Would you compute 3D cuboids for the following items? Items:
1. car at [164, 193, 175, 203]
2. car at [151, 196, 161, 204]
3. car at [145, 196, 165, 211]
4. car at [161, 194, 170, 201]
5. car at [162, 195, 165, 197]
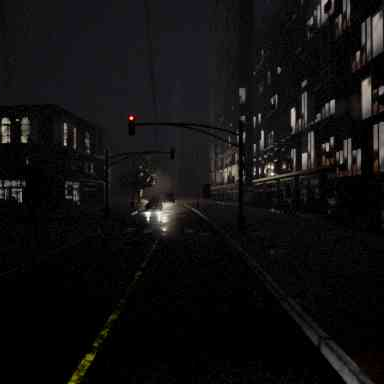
[{"bbox_3d":[-4.836,1.208,69.121,2.150,2.045,5.566,0,0,-8],"label":"car"},{"bbox_3d":[-6.961,1.489,63.818,1.837,1.490,4.892,0,0,-7],"label":"car"},{"bbox_3d":[-4.494,1.558,39.692,1.994,1.385,4.181,0,0,-4],"label":"car"},{"bbox_3d":[-6.380,1.336,79.389,1.812,1.442,4.674,0,0,-10],"label":"car"},{"bbox_3d":[-5.436,1.494,50.061,1.837,1.490,4.892,0,0,-6],"label":"car"}]
